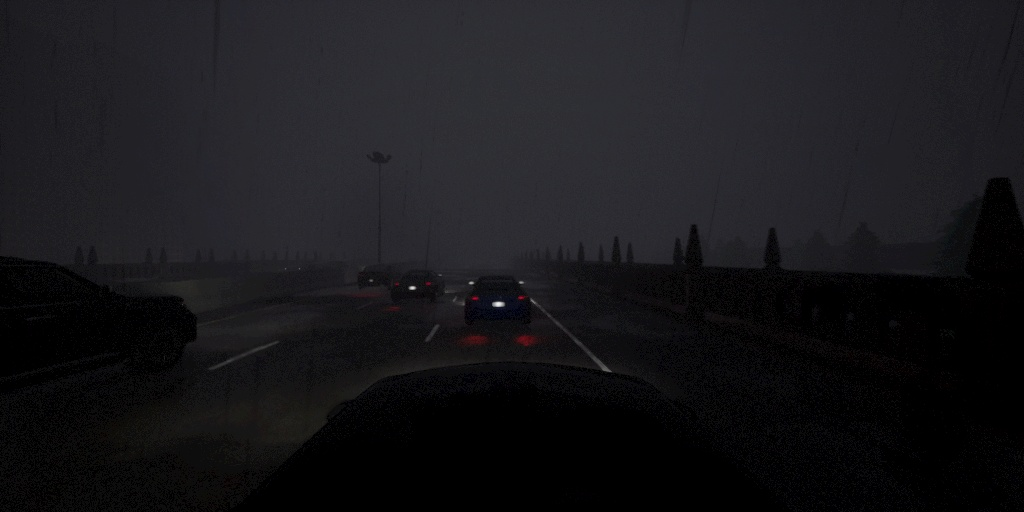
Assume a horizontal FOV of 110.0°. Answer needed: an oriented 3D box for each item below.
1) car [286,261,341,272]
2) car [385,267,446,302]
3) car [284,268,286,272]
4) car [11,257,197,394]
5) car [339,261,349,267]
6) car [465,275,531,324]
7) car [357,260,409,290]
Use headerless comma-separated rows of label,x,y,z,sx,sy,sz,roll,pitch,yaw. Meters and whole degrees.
car,-16.014,1.371,29.197,1.994,1.385,4.181,0,0,-4
car,-4.372,1.327,17.219,1.994,1.385,4.181,0,0,-4
car,-23.943,1.361,40.850,1.812,1.442,4.674,0,0,-4
car,-7.060,0.999,4.454,2.150,2.045,5.566,0,0,-2
car,-20.474,1.327,41.387,1.837,1.490,4.892,0,0,-4
car,-0.500,1.313,11.973,1.994,1.385,4.181,0,0,-4
car,-8.328,1.255,23.160,1.882,1.535,5.008,0,0,-4
